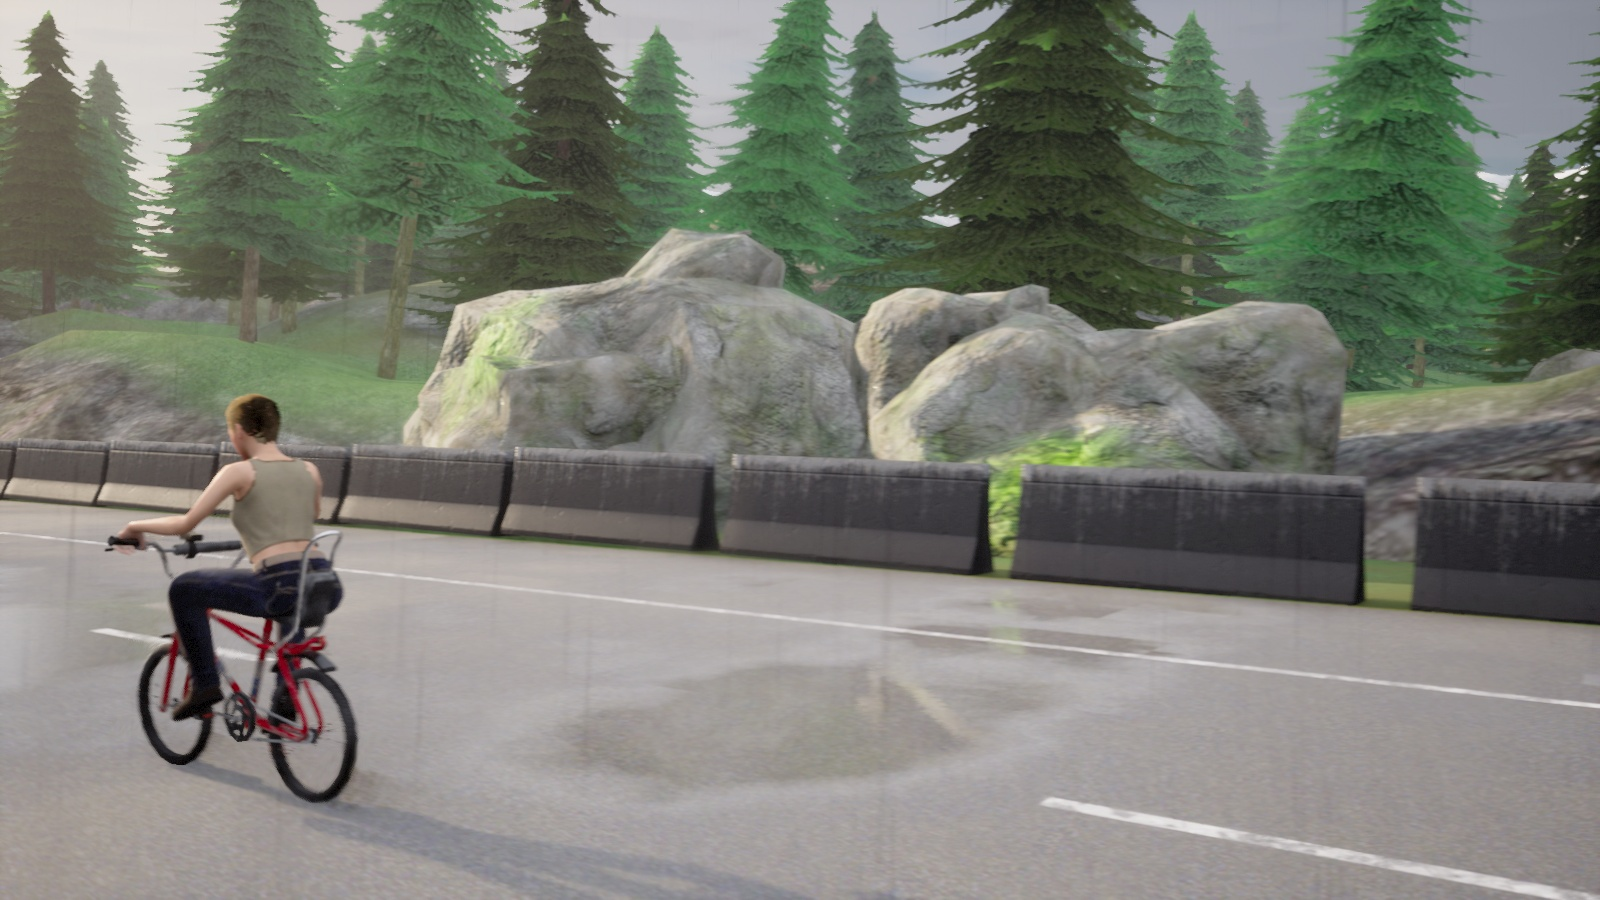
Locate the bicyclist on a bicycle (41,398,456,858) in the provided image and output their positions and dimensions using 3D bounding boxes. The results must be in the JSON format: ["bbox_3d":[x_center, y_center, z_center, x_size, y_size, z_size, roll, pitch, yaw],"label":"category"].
[{"bbox_3d":[-2.276,0.616,5.166,1.509,1.612,0.866,0,1,34],"label":"bicyclist on a bicycle"}]
